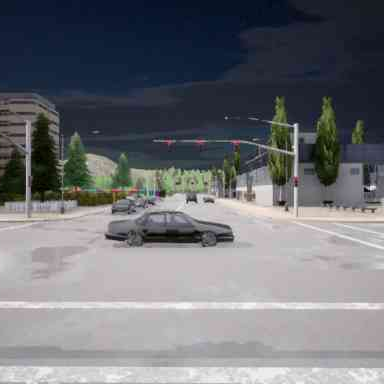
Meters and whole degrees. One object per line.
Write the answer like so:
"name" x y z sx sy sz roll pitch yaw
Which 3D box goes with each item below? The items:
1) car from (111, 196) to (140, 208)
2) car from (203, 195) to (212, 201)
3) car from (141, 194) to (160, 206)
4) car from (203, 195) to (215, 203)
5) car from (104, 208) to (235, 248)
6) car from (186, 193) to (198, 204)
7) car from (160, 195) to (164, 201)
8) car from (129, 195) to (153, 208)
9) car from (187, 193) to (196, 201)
"car" -7.137 1.505 35.034 1.837 1.490 4.892 0 0 1
"car" 3.457 1.450 76.865 1.895 1.301 4.718 0 0 0
"car" -7.114 1.547 56.090 2.033 1.411 5.357 0 0 0
"car" 3.462 1.601 66.557 1.895 1.301 4.718 0 0 0
"car" -0.930 1.547 14.191 5.357 1.411 2.033 0 0 2
"car" -0.037 1.221 66.181 2.150 2.045 5.566 0 0 0
"car" -7.040 1.484 70.973 1.837 1.490 4.892 0 0 0
"car" -7.114 1.491 45.482 2.128 1.511 4.902 0 0 0
"car" -0.043 1.210 76.803 2.097 1.767 4.553 0 0 0
